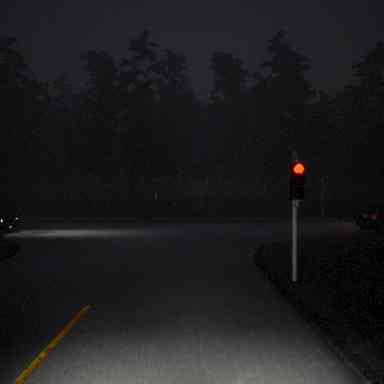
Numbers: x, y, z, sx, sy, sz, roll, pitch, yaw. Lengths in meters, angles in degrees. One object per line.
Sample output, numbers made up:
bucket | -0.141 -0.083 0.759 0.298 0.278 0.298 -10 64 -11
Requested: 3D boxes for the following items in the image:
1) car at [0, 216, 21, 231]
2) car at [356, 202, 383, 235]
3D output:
car | -12.107 1.601 18.265 4.718 1.301 1.895 0 0 1
car | 11.659 1.352 18.337 4.553 1.767 2.097 0 0 0
